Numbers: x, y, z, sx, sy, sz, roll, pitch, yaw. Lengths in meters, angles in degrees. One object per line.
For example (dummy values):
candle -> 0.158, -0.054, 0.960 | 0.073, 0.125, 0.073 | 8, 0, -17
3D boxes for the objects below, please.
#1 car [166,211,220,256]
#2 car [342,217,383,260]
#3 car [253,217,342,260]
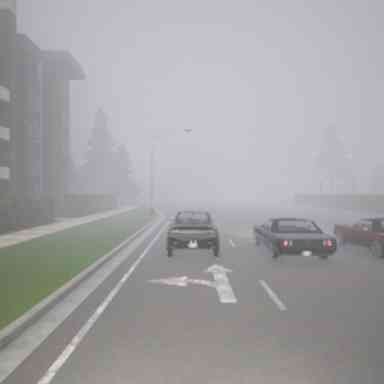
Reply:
car -> 0.052, 1.487, 13.034 | 2.128, 1.511, 4.902 | 0, 0, 1
car -> 7.047, 1.596, 12.419 | 1.895, 1.301, 4.718 | 0, 0, 1
car -> 3.547, 1.596, 12.420 | 1.895, 1.301, 4.718 | 0, 0, 1
